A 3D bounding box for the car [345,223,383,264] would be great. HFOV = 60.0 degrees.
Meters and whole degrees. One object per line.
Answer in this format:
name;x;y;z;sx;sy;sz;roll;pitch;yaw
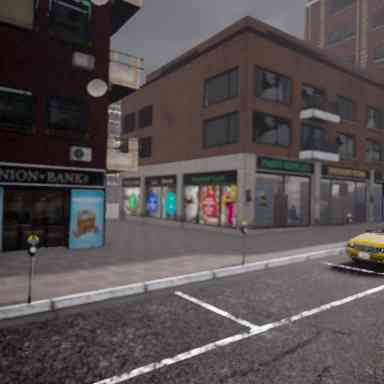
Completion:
car;6.968;1.532;11.044;4.829;1.417;1.752;0;2;-35
